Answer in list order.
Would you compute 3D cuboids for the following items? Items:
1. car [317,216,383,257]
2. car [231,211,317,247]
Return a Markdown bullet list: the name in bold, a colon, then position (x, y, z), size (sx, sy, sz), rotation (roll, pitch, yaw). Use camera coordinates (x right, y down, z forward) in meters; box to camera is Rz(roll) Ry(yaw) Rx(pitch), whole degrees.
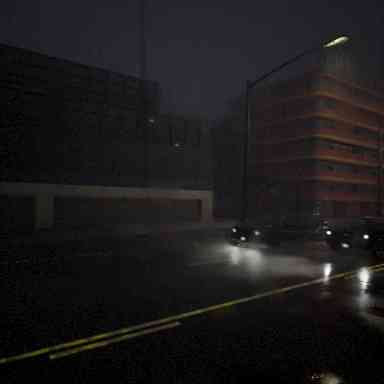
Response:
- **car**: position (7.442, 1.683, 13.494), size (4.718, 1.301, 1.895), rotation (1, -1, -35)
- **car**: position (4.332, 1.612, 15.592), size (5.357, 1.411, 2.033), rotation (1, 0, -35)
